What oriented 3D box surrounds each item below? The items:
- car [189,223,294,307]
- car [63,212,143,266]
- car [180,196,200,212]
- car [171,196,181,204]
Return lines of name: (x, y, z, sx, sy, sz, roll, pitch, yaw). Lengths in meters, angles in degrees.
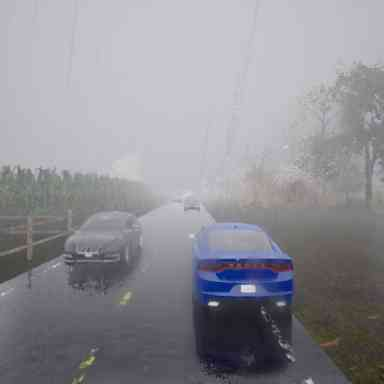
car: (0.945, 1.479, 8.083, 1.882, 1.535, 5.008, 0, 0, 0)
car: (-2.876, 1.505, 11.663, 1.837, 1.490, 4.892, 0, 0, 0)
car: (0.004, 1.532, 39.276, 2.033, 1.411, 5.357, 0, 0, 0)
car: (-2.893, 1.424, 64.170, 1.882, 1.535, 5.008, 0, 0, 0)
